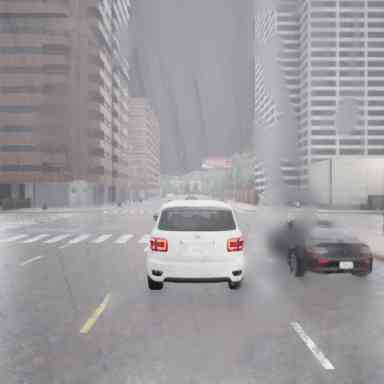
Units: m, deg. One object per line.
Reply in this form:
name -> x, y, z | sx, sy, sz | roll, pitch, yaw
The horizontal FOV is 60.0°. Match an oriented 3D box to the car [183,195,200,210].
car -> -0.078, 1.352, 42.590 | 2.097, 1.767, 4.553 | 0, 0, 0

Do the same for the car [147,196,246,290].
car -> 0.072, 1.221, 9.226 | 2.150, 2.045, 5.566 | 0, 0, -1

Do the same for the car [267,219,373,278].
car -> 3.573, 1.526, 10.013 | 1.812, 1.442, 4.674 | 0, 0, 0
